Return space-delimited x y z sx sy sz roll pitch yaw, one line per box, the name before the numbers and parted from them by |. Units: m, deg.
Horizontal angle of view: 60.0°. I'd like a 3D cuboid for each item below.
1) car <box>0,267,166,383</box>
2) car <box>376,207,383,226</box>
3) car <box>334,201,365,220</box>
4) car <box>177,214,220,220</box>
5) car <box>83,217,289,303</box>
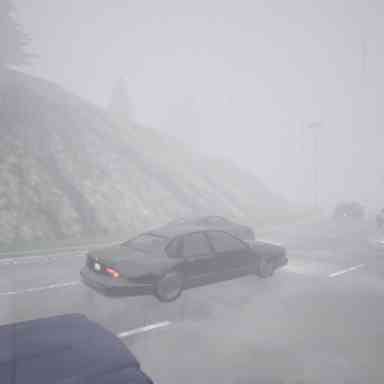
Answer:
car | -2.545 1.605 1.971 4.718 1.301 1.895 0 0 -35
car | 13.749 1.591 22.367 1.895 1.301 4.718 0 0 36
car | 13.137 1.498 27.816 1.837 1.490 4.892 0 0 32
car | 0.615 1.568 13.256 4.181 1.385 1.994 0 0 -40
car | 0.082 1.551 8.241 5.357 1.411 2.033 0 0 -37
